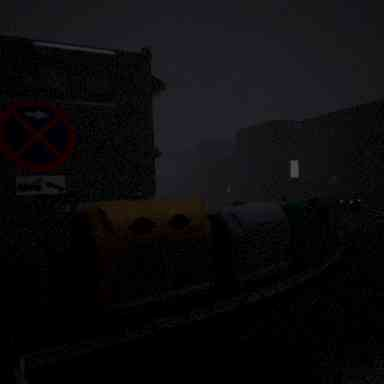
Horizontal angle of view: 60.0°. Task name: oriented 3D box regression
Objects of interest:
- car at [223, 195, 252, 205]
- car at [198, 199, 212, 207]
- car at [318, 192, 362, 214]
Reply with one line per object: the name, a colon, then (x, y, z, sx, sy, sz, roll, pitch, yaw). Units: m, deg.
car: (5.559, 1.242, 41.296, 2.097, 1.767, 4.553, -3, -1, -23)
car: (0.935, 1.638, 44.017, 1.837, 1.490, 4.892, -3, -1, -23)
car: (11.314, 0.805, 26.814, 2.097, 1.767, 4.553, -3, -1, -15)
